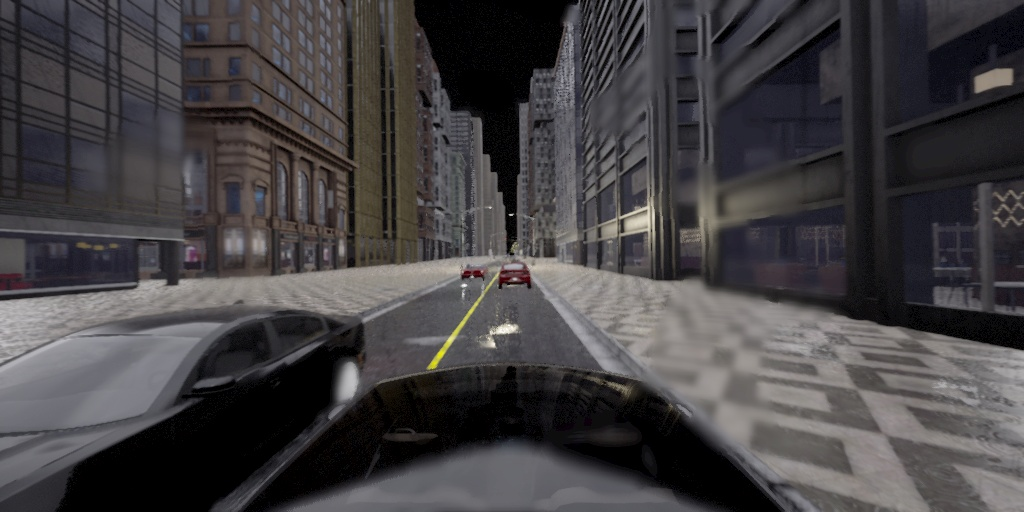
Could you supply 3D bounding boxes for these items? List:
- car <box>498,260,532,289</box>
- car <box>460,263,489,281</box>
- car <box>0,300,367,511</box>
[{"bbox_3d":[0.161,1.080,22.013,1.882,1.535,5.008,-1,0,0],"label":"car"},{"bbox_3d":[-2.911,1.208,28.466,1.895,1.301,4.718,-1,0,0],"label":"car"},{"bbox_3d":[-3.054,1.267,3.221,1.882,1.535,5.008,-1,0,0],"label":"car"}]
